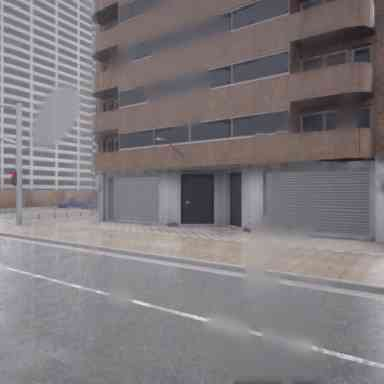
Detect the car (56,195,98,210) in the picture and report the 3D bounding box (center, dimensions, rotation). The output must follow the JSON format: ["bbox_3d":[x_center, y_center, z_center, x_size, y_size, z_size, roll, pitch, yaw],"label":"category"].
[{"bbox_3d":[-15.326,1.477,43.587,1.882,1.535,5.008,0,0,35],"label":"car"}]

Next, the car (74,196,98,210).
[{"bbox_3d":[-12.151,1.564,42.023,1.994,1.385,4.181,0,0,35],"label":"car"}]
